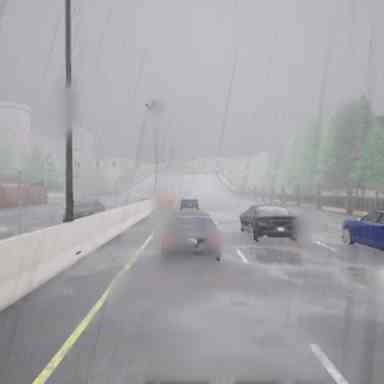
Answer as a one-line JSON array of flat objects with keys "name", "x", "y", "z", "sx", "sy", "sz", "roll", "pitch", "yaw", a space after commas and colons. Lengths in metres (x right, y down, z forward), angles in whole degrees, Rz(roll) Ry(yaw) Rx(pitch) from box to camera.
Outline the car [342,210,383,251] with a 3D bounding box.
[{"name": "car", "x": 6.996, "y": 1.316, "z": 11.414, "sx": 1.882, "sy": 1.535, "sz": 5.008, "roll": 0, "pitch": 0, "yaw": -1}]

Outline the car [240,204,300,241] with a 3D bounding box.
[{"name": "car", "x": 3.450, "y": 1.282, "z": 15.502, "sx": 1.882, "sy": 1.535, "sz": 5.008, "roll": 0, "pitch": 1, "yaw": -1}]

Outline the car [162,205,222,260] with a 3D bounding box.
[{"name": "car", "x": -0.009, "y": 1.408, "z": 11.820, "sx": 2.033, "sy": 1.411, "sz": 5.357, "roll": 0, "pitch": 1, "yaw": 0}]

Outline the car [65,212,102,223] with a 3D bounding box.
[{"name": "car", "x": -7.236, "y": 1.273, "z": 22.831, "sx": 1.837, "sy": 1.490, "sz": 4.892, "roll": 0, "pitch": 0, "yaw": 0}]

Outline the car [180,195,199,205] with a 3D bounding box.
[{"name": "car", "x": -0.261, "y": 1.070, "z": 34.970, "sx": 1.882, "sy": 1.535, "sz": 5.008, "roll": 0, "pitch": 1, "yaw": -1}]
